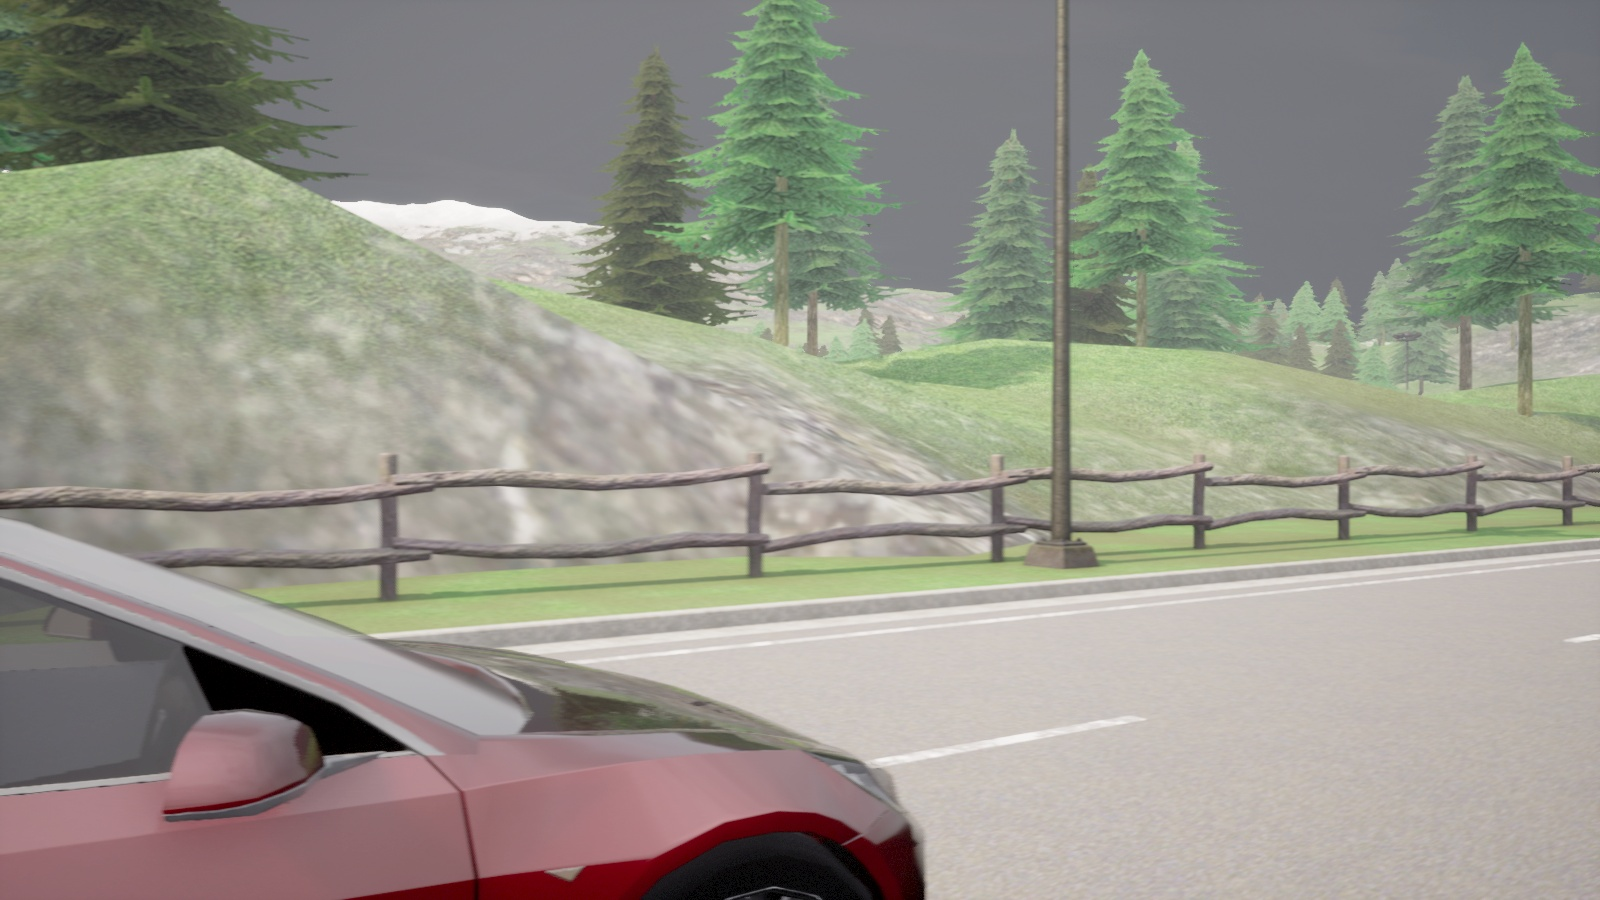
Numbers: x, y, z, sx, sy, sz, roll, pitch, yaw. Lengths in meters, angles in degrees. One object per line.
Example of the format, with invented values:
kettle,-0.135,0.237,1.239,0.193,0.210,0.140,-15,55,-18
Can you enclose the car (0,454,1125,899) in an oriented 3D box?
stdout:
car,-1.847,0.754,2.373,4.792,1.488,2.163,0,0,-35
